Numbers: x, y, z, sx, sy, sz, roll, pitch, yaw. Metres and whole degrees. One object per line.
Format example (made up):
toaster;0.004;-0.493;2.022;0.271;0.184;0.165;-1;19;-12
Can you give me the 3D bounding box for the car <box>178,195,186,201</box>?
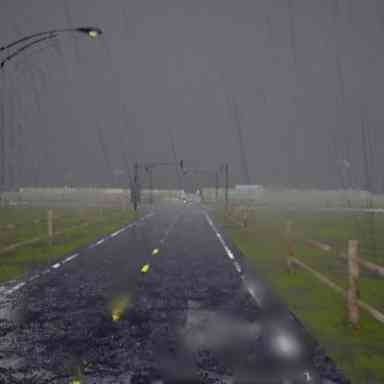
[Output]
car;-2.657;1.543;88.287;2.128;1.511;4.902;0;0;0
